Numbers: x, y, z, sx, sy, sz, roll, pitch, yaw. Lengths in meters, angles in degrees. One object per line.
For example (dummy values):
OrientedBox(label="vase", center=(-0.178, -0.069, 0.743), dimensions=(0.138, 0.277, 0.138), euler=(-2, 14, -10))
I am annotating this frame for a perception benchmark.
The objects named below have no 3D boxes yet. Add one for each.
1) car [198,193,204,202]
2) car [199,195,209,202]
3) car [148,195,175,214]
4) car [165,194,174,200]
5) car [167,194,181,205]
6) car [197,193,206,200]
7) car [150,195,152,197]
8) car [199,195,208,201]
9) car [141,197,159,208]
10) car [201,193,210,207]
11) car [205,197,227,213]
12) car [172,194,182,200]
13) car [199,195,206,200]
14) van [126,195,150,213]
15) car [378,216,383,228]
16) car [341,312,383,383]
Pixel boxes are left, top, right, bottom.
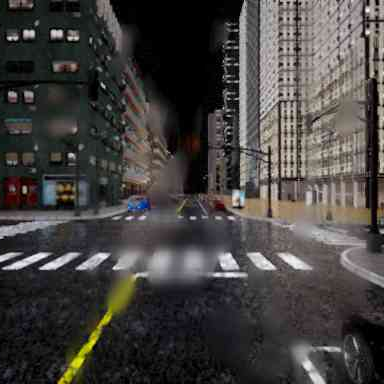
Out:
OrientedBox(label="car", center=(2.641, 1.319, 62.357), dimensions=(1.967, 1.590, 4.097), euler=(0, 0, 0))
OrientedBox(label="car", center=(2.630, 1.415, 73.413), dimensions=(2.008, 1.369, 4.403), euler=(0, 0, 0))
OrientedBox(label="car", center=(-3.122, 1.429, 34.661), dimensions=(1.837, 1.490, 4.892), euler=(0, 1, 0))
OrientedBox(label="car", center=(-5.759, 1.291, 84.461), dimensions=(1.967, 1.590, 4.097), euler=(0, 0, 0))
OrientedBox(label="car", center=(-3.080, 1.492, 54.966), dimensions=(1.895, 1.301, 4.718), euler=(0, 0, 0))
OrientedBox(label="car", center=(2.617, 1.159, 89.995), dimensions=(2.192, 1.841, 5.009), euler=(0, 0, 0))
OrientedBox(label="car", center=(-5.718, 1.232, 40.240), dimensions=(2.192, 1.841, 5.009), euler=(0, 0, 0))
OrientedBox(label="car", center=(2.625, 1.402, 78.941), dimensions=(1.887, 1.381, 4.507), euler=(0, 0, 0))
OrientedBox(label="car", center=(-5.725, 1.452, 45.769), dimensions=(1.887, 1.381, 4.507), euler=(0, 0, 0))
OrientedBox(label="car", center=(2.657, 1.347, 45.775), dimensions=(1.967, 1.590, 4.097), euler=(0, 0, 0))
OrientedBox(label="car", center=(2.666, 1.509, 34.719), dimensions=(1.802, 1.307, 4.206), euler=(0, 0, 0))
OrientedBox(label="car", center=(-3.064, 1.036, 70.257), dimensions=(1.994, 1.385, 4.181), euler=(0, 0, 0))
OrientedBox(label="car", center=(2.620, 1.433, 84.468), dimensions=(1.802, 1.307, 4.206), euler=(0, 0, 0))
OrientedBox(label="van", center=(-5.713, 1.268, 34.712), dimensions=(1.690, 1.788, 3.998), euler=(0, 0, 0))
OrientedBox(label="car", center=(14.387, 1.722, 21.205), dimensions=(4.674, 1.442, 1.812), euler=(1, 0, -2))
OrientedBox(label="car", center=(2.696, 1.560, 2.314), dimensions=(1.947, 1.339, 4.313), euler=(0, 0, 0))
